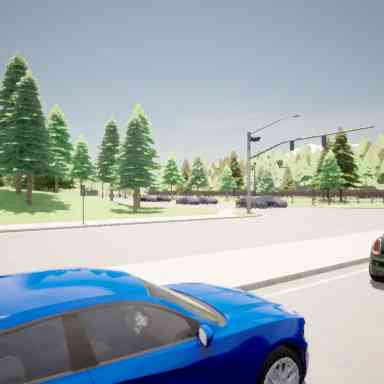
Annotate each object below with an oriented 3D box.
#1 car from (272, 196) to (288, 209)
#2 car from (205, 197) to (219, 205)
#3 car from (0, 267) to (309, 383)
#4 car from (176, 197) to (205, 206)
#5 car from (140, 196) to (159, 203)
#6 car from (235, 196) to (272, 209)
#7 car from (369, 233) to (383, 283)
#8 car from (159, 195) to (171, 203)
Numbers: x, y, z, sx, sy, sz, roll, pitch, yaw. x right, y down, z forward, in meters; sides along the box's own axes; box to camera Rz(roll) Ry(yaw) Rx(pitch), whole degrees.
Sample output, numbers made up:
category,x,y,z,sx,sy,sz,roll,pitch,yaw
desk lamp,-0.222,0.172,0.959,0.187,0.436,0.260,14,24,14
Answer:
category,x,y,z,sx,sy,sz,roll,pitch,yaw
car,11.055,1.352,46.005,2.097,1.767,4.553,0,0,-35
car,2.435,1.547,58.364,2.033,1.411,5.357,0,0,-35
car,-0.978,1.478,3.049,5.008,1.535,1.882,0,0,-35
car,-0.686,1.547,56.713,2.033,1.411,5.357,0,0,-35
car,-9.450,1.475,69.421,1.882,1.535,5.008,0,0,-35
car,7.878,1.505,44.440,1.837,1.490,4.892,0,0,-35
car,6.520,1.352,8.418,4.553,1.767,2.097,0,0,-35
car,-6.229,1.475,70.922,1.882,1.535,5.008,0,0,-35
